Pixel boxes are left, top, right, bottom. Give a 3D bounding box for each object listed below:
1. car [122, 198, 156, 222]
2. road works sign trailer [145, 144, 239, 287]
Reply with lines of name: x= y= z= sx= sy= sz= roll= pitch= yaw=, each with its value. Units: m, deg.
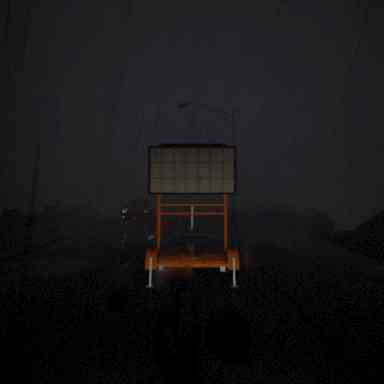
car: x=-4.079 y=1.352 z=25.968 sx=2.097 sy=1.767 sz=4.553 roll=0 pitch=0 yaw=0
road works sign trailer: x=0.009 y=0.464 z=9.270 sx=2.380 sy=3.560 sz=2.880 roll=0 pitch=0 yaw=0
